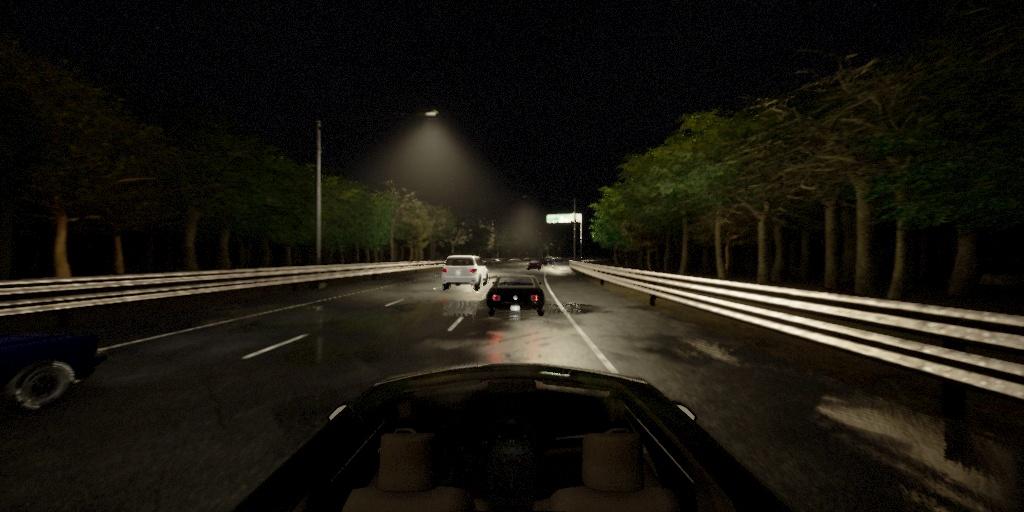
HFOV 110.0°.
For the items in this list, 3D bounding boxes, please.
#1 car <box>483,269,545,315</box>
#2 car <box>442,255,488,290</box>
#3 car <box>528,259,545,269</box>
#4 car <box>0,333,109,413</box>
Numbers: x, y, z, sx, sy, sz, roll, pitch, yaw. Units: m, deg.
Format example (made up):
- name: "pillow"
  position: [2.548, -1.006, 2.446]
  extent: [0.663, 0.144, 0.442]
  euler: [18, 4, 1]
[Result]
- name: "car"
  position: [0.184, 1.357, 13.561]
  extent: [1.895, 1.301, 4.718]
  euler: [0, 0, 2]
- name: "car"
  position: [-2.833, 0.977, 22.510]
  extent: [2.150, 2.045, 5.566]
  euler: [0, 0, 3]
- name: "car"
  position: [3.440, 1.300, 53.683]
  extent: [2.033, 1.411, 5.357]
  euler: [0, 0, 8]
- name: "car"
  position: [-6.882, 1.336, 3.079]
  extent: [1.895, 1.301, 4.718]
  euler: [0, 0, 0]
